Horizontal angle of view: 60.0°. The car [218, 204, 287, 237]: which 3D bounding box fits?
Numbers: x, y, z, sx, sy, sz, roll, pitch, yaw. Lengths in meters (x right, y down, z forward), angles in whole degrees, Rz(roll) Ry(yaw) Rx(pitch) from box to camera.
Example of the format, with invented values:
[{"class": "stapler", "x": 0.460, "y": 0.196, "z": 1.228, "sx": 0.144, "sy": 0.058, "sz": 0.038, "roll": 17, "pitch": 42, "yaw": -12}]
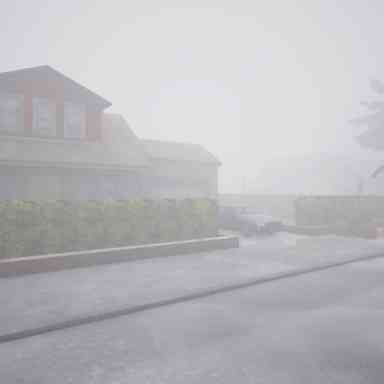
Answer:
[{"class": "car", "x": 2.260, "y": 1.356, "z": 16.995, "sx": 2.033, "sy": 1.415, "sz": 5.357, "roll": 0, "pitch": 0, "yaw": -33}]
